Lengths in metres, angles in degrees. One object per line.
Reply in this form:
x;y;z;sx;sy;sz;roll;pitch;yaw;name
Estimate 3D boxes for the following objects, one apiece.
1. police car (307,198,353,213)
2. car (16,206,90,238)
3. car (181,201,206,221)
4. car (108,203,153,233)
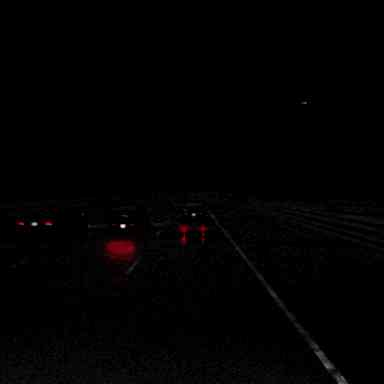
12.524;1.341;30.795;1.930;1.638;5.238;0;0;-14;police car
-6.887;1.447;17.067;2.033;1.411;5.357;0;0;0;car
0.122;1.378;25.409;1.812;1.442;4.674;0;0;0;car
-3.389;1.395;18.711;1.837;1.490;4.892;0;0;0;car
